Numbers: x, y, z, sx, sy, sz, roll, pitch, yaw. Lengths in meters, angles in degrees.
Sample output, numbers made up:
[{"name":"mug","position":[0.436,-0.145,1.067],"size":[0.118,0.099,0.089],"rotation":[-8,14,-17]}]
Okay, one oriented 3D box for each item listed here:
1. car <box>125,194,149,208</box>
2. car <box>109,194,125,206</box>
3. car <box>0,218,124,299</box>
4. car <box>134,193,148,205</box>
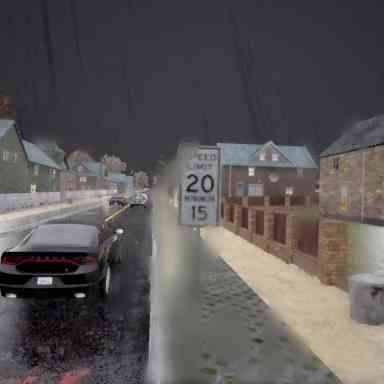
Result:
[{"name":"car","position":[-6.199,1.104,38.659],"size":[2.033,1.411,5.357],"rotation":[2,0,-6]},{"name":"car","position":[-9.498,0.975,42.905],"size":[2.033,1.411,5.357],"rotation":[2,0,-6]},{"name":"car","position":[-2.825,1.365,8.230],"size":[1.882,1.535,5.008],"rotation":[2,0,-6]},{"name":"car","position":[-7.336,0.972,48.291],"size":[1.812,1.442,4.674],"rotation":[2,0,-6]}]
